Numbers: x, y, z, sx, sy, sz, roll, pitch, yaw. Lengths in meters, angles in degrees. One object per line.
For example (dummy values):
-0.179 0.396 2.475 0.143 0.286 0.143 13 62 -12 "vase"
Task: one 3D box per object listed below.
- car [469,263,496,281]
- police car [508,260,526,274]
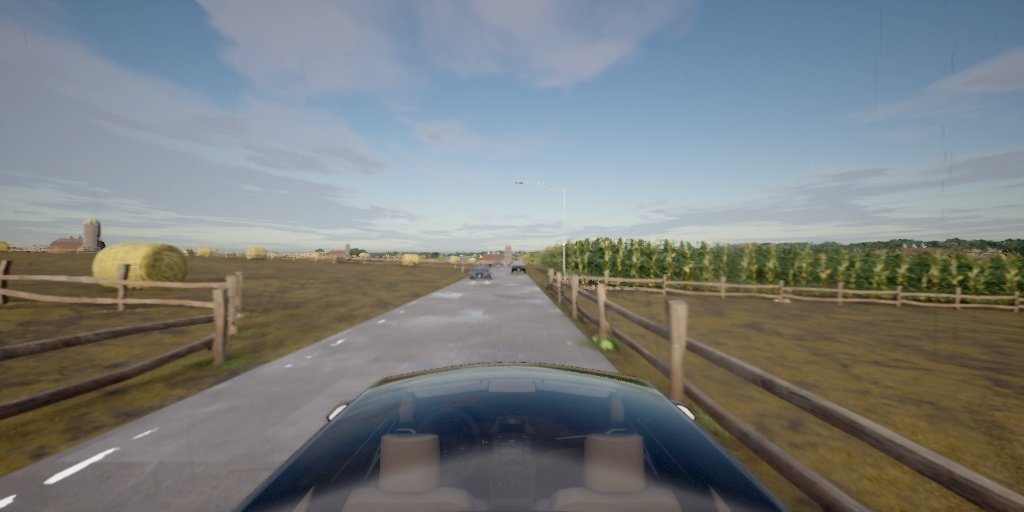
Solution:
-2.840 1.551 33.370 1.994 1.385 4.181 0 0 0 "car"
0.820 1.491 46.542 1.930 1.638 5.238 0 0 0 "police car"
